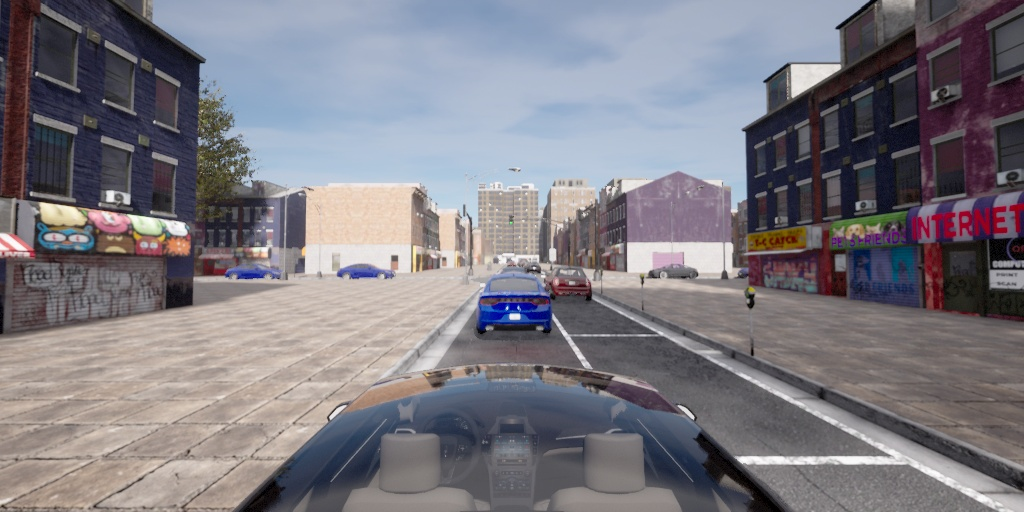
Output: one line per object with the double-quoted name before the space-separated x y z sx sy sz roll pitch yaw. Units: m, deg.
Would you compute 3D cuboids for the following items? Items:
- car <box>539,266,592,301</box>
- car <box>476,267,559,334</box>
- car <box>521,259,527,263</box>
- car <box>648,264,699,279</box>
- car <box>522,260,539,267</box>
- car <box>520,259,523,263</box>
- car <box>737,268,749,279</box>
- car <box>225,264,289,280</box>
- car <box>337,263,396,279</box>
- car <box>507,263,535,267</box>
"car" 2.632 1.224 17.743 1.967 1.591 4.097 0 0 0
"car" 0.036 1.244 10.665 1.882 1.535 5.008 0 0 -1
"car" 2.626 1.505 49.924 1.948 1.339 4.313 0 0 0
"car" 14.600 1.413 32.577 4.181 1.385 1.994 0 -2 0
"car" 2.627 1.467 44.488 1.948 1.339 4.313 0 0 0
"car" 2.625 1.508 55.530 1.751 1.417 4.829 0 0 0
"car" 23.054 1.370 32.524 4.674 1.442 1.812 0 -2 0
"car" -21.202 1.390 29.848 4.674 1.442 1.812 0 -2 1
"car" -12.061 1.324 29.792 4.674 1.442 1.812 0 -2 0
"car" 0.095 1.314 19.362 1.812 1.442 4.674 0 0 0
